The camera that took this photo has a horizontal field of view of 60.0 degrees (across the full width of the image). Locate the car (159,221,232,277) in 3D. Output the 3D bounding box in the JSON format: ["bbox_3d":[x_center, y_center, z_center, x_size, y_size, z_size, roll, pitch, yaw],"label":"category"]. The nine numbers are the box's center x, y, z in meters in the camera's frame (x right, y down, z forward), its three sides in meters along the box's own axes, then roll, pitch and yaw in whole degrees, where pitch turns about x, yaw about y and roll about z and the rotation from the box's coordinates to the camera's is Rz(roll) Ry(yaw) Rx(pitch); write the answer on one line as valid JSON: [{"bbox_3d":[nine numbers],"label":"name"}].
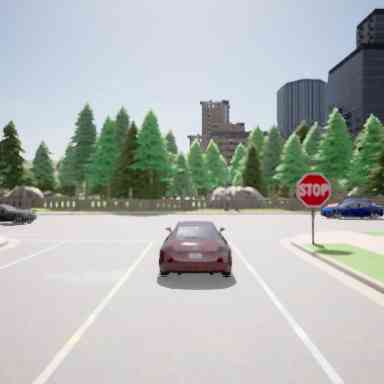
[{"bbox_3d":[0.110,1.566,10.303,1.994,1.385,4.181,0,0,1],"label":"car"}]

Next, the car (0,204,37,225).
[{"bbox_3d":[-13.473,1.567,23.549,4.674,1.442,1.812,0,0,-2],"label":"car"}]

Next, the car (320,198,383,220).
[{"bbox_3d":[13.506,1.522,28.251,5.008,1.535,1.882,0,0,-2],"label":"car"}]
